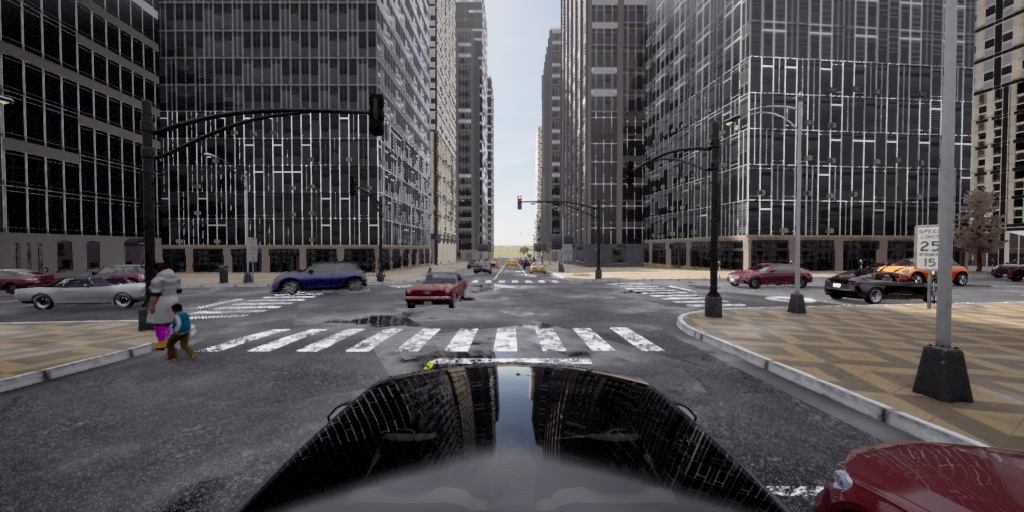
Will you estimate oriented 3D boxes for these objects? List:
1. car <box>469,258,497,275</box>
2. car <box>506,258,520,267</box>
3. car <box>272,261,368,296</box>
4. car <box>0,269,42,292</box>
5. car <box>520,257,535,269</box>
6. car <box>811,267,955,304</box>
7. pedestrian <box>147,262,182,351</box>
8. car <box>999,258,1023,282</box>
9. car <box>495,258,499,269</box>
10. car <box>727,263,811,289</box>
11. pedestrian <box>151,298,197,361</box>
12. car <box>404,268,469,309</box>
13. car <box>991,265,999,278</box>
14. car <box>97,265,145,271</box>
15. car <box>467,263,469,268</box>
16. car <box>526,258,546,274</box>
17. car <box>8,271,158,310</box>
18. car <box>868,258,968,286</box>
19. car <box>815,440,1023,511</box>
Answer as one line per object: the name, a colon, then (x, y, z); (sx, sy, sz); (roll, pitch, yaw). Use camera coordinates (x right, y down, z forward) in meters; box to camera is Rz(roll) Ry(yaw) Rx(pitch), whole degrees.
car: (-3.114, 1.277, 39.519); (2.033, 1.411, 5.357); (0, 0, 0)
car: (-0.025, 1.178, 65.017); (1.882, 1.535, 5.008); (0, 0, 0)
car: (-10.353, 1.101, 19.572); (4.553, 1.767, 2.097); (-1, 1, -25)
car: (-28.204, 1.390, 20.028); (4.207, 1.307, 1.802); (0, 0, -5)
car: (2.710, 1.028, 55.039); (2.192, 1.841, 5.009); (0, 0, 0)
car: (16.124, 1.293, 15.717); (4.313, 1.339, 1.948); (0, 0, -5)
pedestrian: (-7.404, 1.041, 7.629); (0.375, 1.860, 0.375); (-1, 1, 0)
car: (35.349, 0.845, 23.291); (4.553, 1.767, 2.097); (0, 1, -5)
car: (-3.117, 1.065, 55.378); (2.097, 1.767, 4.553); (0, 0, -1)
car: (15.392, 1.135, 21.460); (4.674, 1.442, 1.812); (0, 1, -5)
pedestrian: (-6.239, 1.422, 6.765); (0.500, 1.100, 0.500); (-1, 1, 0)
car: (-3.118, 1.399, 15.504); (1.895, 1.301, 4.718); (0, 1, 0)
car: (37.693, 0.864, 26.134); (4.097, 1.591, 1.967); (0, 0, -5)
car: (-22.578, 1.216, 20.552); (4.097, 1.591, 1.967); (0, 0, -5)
car: (-5.848, 1.278, 55.585); (1.948, 1.339, 4.313); (0, 0, 0)
car: (2.806, 1.254, 39.957); (1.751, 1.417, 4.829); (0, 0, 0)
car: (-17.345, 1.469, 15.211); (4.718, 1.301, 1.895); (0, 1, -6)
car: (25.339, 0.904, 22.370); (4.553, 1.767, 2.097); (0, 1, -5)
car: (2.692, 1.333, 0.419); (1.802, 1.307, 4.207); (0, 0, 0)
